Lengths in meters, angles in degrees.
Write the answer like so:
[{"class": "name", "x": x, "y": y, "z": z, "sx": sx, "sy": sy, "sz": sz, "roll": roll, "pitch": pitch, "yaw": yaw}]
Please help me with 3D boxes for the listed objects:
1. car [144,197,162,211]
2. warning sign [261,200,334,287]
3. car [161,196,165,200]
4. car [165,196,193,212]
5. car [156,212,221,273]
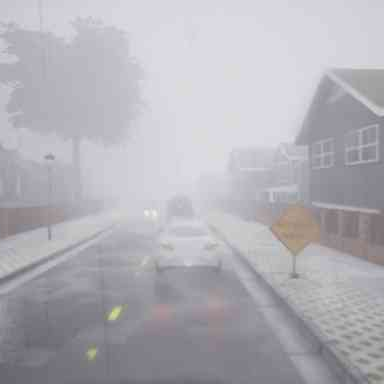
[{"class": "car", "x": -5.650, "y": 1.773, "z": 46.170, "sx": 2.128, "sy": 1.511, "sz": 4.902, "roll": 0, "pitch": 0, "yaw": -7}, {"class": "warning sign", "x": 2.443, "y": 1.159, "z": 7.879, "sx": 1.300, "sy": 1.860, "sz": 1.060, "roll": 1, "pitch": 1, "yaw": -1}, {"class": "car", "x": -7.395, "y": 1.674, "z": 87.533, "sx": 1.812, "sy": 1.442, "sz": 4.674, "roll": 0, "pitch": 0, "yaw": -5}, {"class": "car", "x": -1.102, "y": 1.392, "z": 29.399, "sx": 2.150, "sy": 2.045, "sz": 5.566, "roll": 0, "pitch": 0, "yaw": -4}, {"class": "car", "x": -0.133, "y": 1.587, "z": 10.738, "sx": 1.812, "sy": 1.442, "sz": 4.674, "roll": 0, "pitch": 0, "yaw": -1}]
